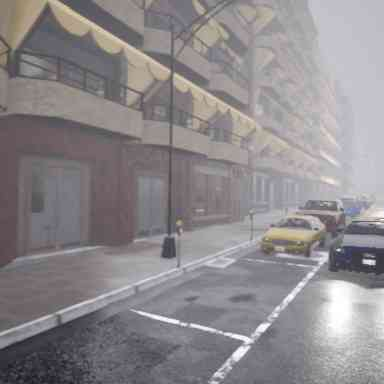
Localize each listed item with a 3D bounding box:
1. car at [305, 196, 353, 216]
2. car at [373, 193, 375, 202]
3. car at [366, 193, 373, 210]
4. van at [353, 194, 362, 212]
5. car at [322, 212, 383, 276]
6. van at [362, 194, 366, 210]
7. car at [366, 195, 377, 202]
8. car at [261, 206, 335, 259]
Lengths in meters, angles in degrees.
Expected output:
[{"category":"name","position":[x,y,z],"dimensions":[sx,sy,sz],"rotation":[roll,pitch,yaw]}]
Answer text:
[{"category":"car","position":[6.897,1.250,17.530],"dimensions":[2.192,1.841,5.009],"rotation":[2,1,30]},{"category":"car","position":[23.669,1.199,46.161],"dimensions":[2.192,1.841,5.009],"rotation":[2,1,30]},{"category":"car","position":[20.873,1.204,41.389],"dimensions":[2.192,1.841,5.009],"rotation":[2,1,30]},{"category":"van","position":[12.486,1.251,27.072],"dimensions":[1.690,1.788,3.998],"rotation":[2,1,30]},{"category":"car","position":[5.348,1.528,9.851],"dimensions":[1.994,1.385,4.181],"rotation":[0,0,31]},{"category":"van","position":[15.282,1.243,31.846],"dimensions":[1.690,1.788,3.998],"rotation":[2,1,30]},{"category":"car","position":[40.436,1.437,74.797],"dimensions":[1.887,1.381,4.507],"rotation":[2,1,30]},{"category":"car","position":[4.010,1.475,12.614],"dimensions":[1.752,1.417,4.829],"rotation":[2,1,30]}]
